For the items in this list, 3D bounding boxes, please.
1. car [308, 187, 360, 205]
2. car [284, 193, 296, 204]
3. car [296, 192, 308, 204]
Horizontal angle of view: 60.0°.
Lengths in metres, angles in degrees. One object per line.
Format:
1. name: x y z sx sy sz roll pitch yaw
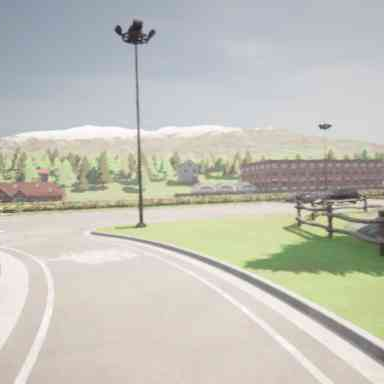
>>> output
1. car: 17.153 0.492 39.555 5.566 2.045 2.150 -2 0 -17
2. car: 15.101 0.805 46.236 4.892 1.490 1.837 -2 0 -17
3. car: 16.384 0.780 42.975 4.892 1.490 1.837 -2 0 -17
